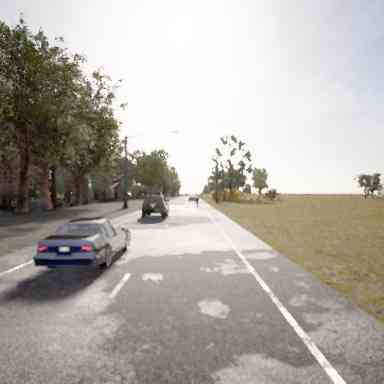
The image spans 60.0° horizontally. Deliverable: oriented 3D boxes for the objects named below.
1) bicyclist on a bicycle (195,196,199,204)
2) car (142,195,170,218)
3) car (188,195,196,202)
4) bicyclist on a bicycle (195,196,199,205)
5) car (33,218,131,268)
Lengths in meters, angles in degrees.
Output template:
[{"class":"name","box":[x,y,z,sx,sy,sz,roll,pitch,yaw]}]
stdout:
[{"class":"bicyclist on a bicycle","box":[0.952,1.627,65.900,0.866,1.612,1.509,0,0,0]},{"class":"car","box":[-3.403,1.312,31.558,2.150,2.045,5.566,0,0,0]},{"class":"car","box":[-0.002,1.652,82.070,2.033,1.411,5.357,0,0,0]},{"class":"bicyclist on a bicycle","box":[0.960,1.614,55.704,0.582,1.620,1.656,0,-1,0]},{"class":"car","box":[-3.406,1.580,11.347,2.033,1.411,5.357,0,0,0]}]
